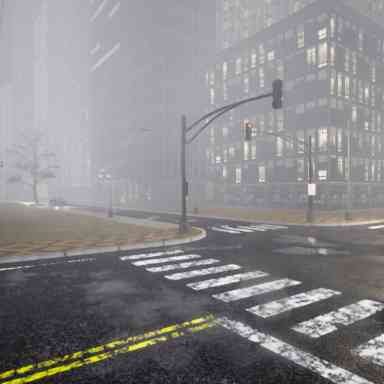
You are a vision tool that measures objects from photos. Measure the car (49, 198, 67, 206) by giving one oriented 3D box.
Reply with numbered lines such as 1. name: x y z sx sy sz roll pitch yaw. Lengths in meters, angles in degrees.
1. car: -21.808 1.606 54.157 1.895 1.301 4.718 0 0 -35
